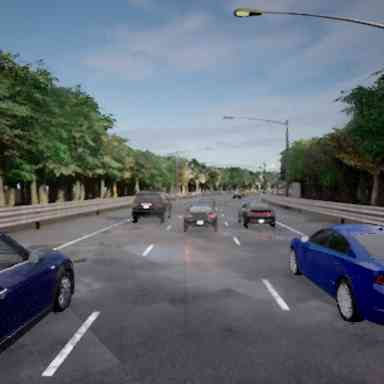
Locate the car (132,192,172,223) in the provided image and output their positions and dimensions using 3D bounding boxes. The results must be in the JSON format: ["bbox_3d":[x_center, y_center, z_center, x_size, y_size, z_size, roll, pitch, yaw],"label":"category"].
[{"bbox_3d":[-2.764,1.027,23.881,2.150,2.045,5.566,0,0,3],"label":"car"}]

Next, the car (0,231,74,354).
[{"bbox_3d":[-3.359,1.312,4.680,2.097,1.767,4.553,0,0,0],"label":"car"}]

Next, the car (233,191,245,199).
[{"bbox_3d":[10.302,0.871,74.997,1.837,1.490,4.892,0,1,11],"label":"car"}]

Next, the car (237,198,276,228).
[{"bbox_3d":[3.978,1.340,20.877,1.837,1.490,4.892,0,0,3],"label":"car"}]

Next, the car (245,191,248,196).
[{"bbox_3d":[13.046,0.770,88.404,2.128,1.511,4.902,0,1,13],"label":"car"}]

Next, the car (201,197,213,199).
[{"bbox_3d":[1.650,1.247,36.629,2.033,1.411,5.357,0,1,5],"label":"car"}]

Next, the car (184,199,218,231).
[{"bbox_3d":[0.525,1.372,19.197,1.812,1.442,4.674,0,0,2],"label":"car"}]

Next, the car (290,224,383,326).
[{"bbox_3d":[3.553,1.424,7.072,1.882,1.535,5.008,0,0,1],"label":"car"}]
